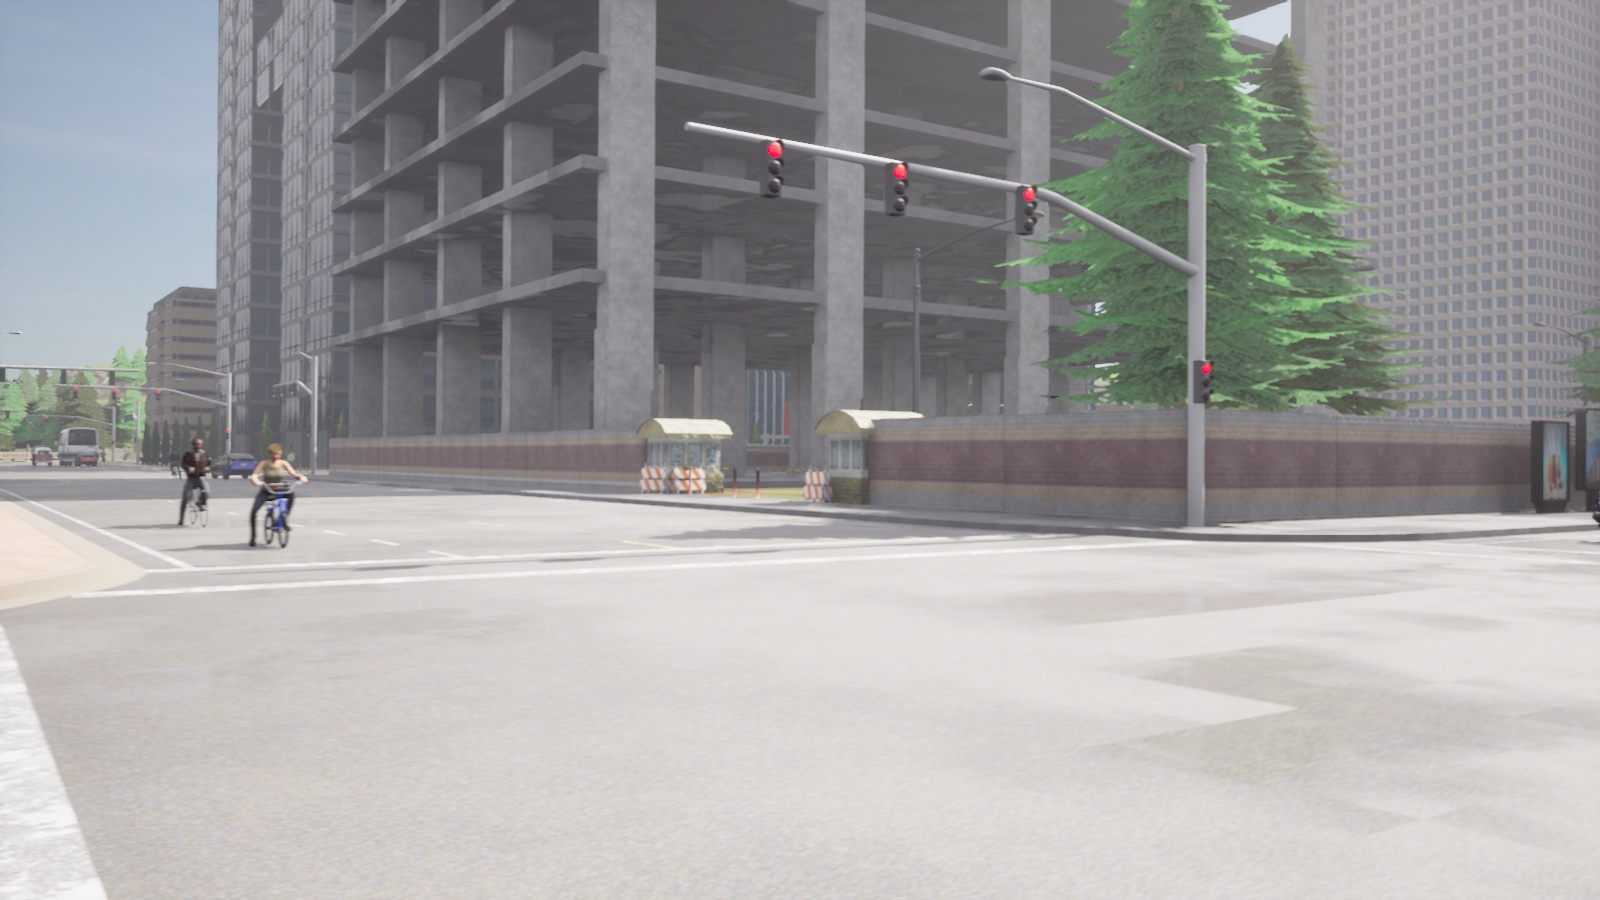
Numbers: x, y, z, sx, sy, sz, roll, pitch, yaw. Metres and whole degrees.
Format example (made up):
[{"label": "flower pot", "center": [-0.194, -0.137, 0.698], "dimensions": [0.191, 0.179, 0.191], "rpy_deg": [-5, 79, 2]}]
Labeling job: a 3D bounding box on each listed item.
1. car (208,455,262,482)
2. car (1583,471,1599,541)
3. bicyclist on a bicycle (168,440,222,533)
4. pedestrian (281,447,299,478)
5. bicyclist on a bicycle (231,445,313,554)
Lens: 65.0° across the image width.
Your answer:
[{"label": "car", "center": [-32.351, 1.027, 71.823], "dimensions": [2.007, 1.525, 4.514], "rpy_deg": [0, 0, -35]}, {"label": "car", "center": [17.181, 1.053, 24.145], "dimensions": [4.718, 1.301, 1.895], "rpy_deg": [0, 0, -35]}, {"label": "bicyclist on a bicycle", "center": [-11.957, 0.698, 24.795], "dimensions": [0.659, 1.776, 1.843], "rpy_deg": [0, -1, -35]}, {"label": "pedestrian", "center": [-31.662, 0.777, 78.005], "dimensions": [0.873, 1.952, 0.659], "rpy_deg": [0, 0, 37]}, {"label": "bicyclist on a bicycle", "center": [-8.216, 0.740, 19.512], "dimensions": [0.866, 1.612, 1.509], "rpy_deg": [0, 0, -35]}]
